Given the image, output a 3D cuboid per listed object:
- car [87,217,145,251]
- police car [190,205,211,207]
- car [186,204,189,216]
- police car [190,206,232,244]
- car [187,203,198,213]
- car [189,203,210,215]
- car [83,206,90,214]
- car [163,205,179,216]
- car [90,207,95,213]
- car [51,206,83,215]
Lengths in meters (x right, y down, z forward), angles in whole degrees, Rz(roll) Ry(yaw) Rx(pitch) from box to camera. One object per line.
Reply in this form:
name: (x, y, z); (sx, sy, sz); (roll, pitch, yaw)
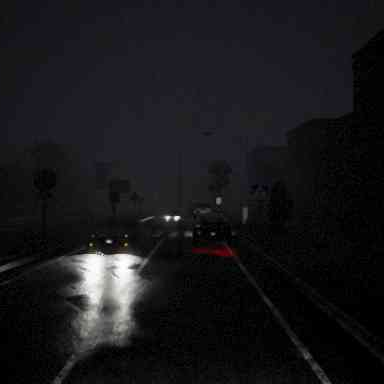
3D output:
car: (-3.350, 1.851, 15.354); (1.994, 1.385, 4.181); (0, -2, 0)
police car: (0.988, 2.136, 27.920); (1.930, 1.638, 5.238); (0, -2, 0)
car: (0.073, 3.145, 53.527); (1.837, 1.490, 4.892); (0, -2, 0)
police car: (0.974, 1.787, 17.915); (1.930, 1.638, 5.238); (0, -2, 0)
car: (0.110, 3.318, 68.574); (2.150, 2.045, 5.566); (0, -2, 0)
car: (1.001, 2.151, 33.846); (2.150, 2.045, 5.566); (0, -2, 0)
car: (-21.859, 3.346, 60.653); (4.892, 1.521, 2.231); (0, -2, 0)
car: (-3.234, 3.319, 55.716); (1.895, 1.301, 4.718); (0, -2, 1)
car: (-21.860, 3.464, 63.924); (5.008, 1.535, 2.097); (0, -2, 0)
car: (-21.872, 3.266, 57.378); (4.674, 1.452, 2.002); (0, -2, 0)
